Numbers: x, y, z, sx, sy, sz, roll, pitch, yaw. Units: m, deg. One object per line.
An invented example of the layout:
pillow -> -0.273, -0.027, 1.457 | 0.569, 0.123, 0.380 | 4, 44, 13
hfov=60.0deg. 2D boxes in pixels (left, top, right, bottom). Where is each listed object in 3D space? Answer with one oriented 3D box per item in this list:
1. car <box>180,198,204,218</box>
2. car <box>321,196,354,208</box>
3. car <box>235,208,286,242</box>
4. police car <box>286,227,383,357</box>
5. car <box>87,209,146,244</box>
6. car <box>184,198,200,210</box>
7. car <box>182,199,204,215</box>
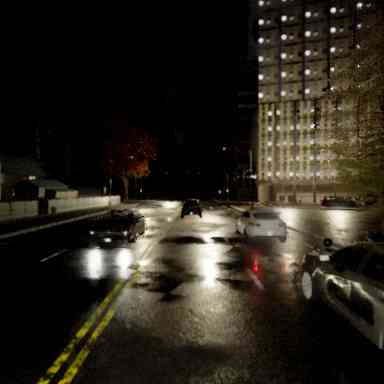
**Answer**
car -> -0.034, 1.484, 29.623 | 1.837, 1.490, 4.892 | 0, 0, 0
car -> 23.010, 1.629, 52.508 | 5.009, 1.841, 2.192 | 0, 2, 20
car -> 3.249, 1.511, 16.152 | 1.812, 1.442, 4.674 | 0, 0, 0
police car -> 3.249, 1.420, 5.258 | 1.930, 1.638, 5.238 | 0, 0, 0
car -> -3.351, 1.533, 15.915 | 2.033, 1.411, 5.357 | 0, 0, 0
car -> -0.002, 1.527, 43.477 | 2.033, 1.411, 5.357 | 0, 0, 0
car -> 0.078, 1.470, 34.448 | 2.128, 1.511, 4.902 | 0, 0, 0
